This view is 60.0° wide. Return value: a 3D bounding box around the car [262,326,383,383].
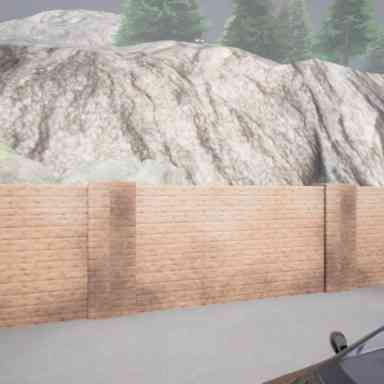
[{"bbox_3d":[2.122,1.492,1.934,4.902,1.511,2.128,0,0,-19],"label":"car"}]
